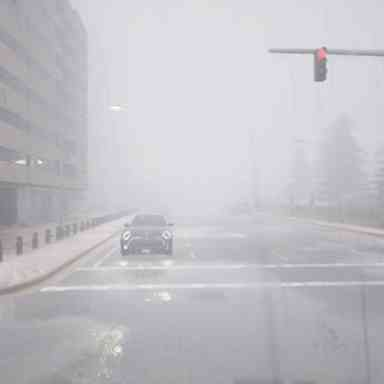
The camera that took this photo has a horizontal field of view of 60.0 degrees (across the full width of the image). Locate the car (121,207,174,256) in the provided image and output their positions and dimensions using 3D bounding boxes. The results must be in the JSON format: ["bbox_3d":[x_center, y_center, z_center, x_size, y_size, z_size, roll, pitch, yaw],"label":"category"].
[{"bbox_3d":[-1.904,1.755,15.102,2.097,1.767,4.553,0,-1,-3],"label":"car"}]

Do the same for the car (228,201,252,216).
[{"bbox_3d":[6.873,2.268,46.424,2.150,2.045,5.566,0,-1,-3],"label":"car"}]

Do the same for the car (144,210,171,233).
[{"bbox_3d":[-2.509,2.142,25.174,1.837,1.490,4.892,0,-2,-4],"label":"car"}]

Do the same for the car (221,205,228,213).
[{"bbox_3d":[6.191,2.893,57.024,1.895,1.301,4.718,0,-1,-3],"label":"car"}]
